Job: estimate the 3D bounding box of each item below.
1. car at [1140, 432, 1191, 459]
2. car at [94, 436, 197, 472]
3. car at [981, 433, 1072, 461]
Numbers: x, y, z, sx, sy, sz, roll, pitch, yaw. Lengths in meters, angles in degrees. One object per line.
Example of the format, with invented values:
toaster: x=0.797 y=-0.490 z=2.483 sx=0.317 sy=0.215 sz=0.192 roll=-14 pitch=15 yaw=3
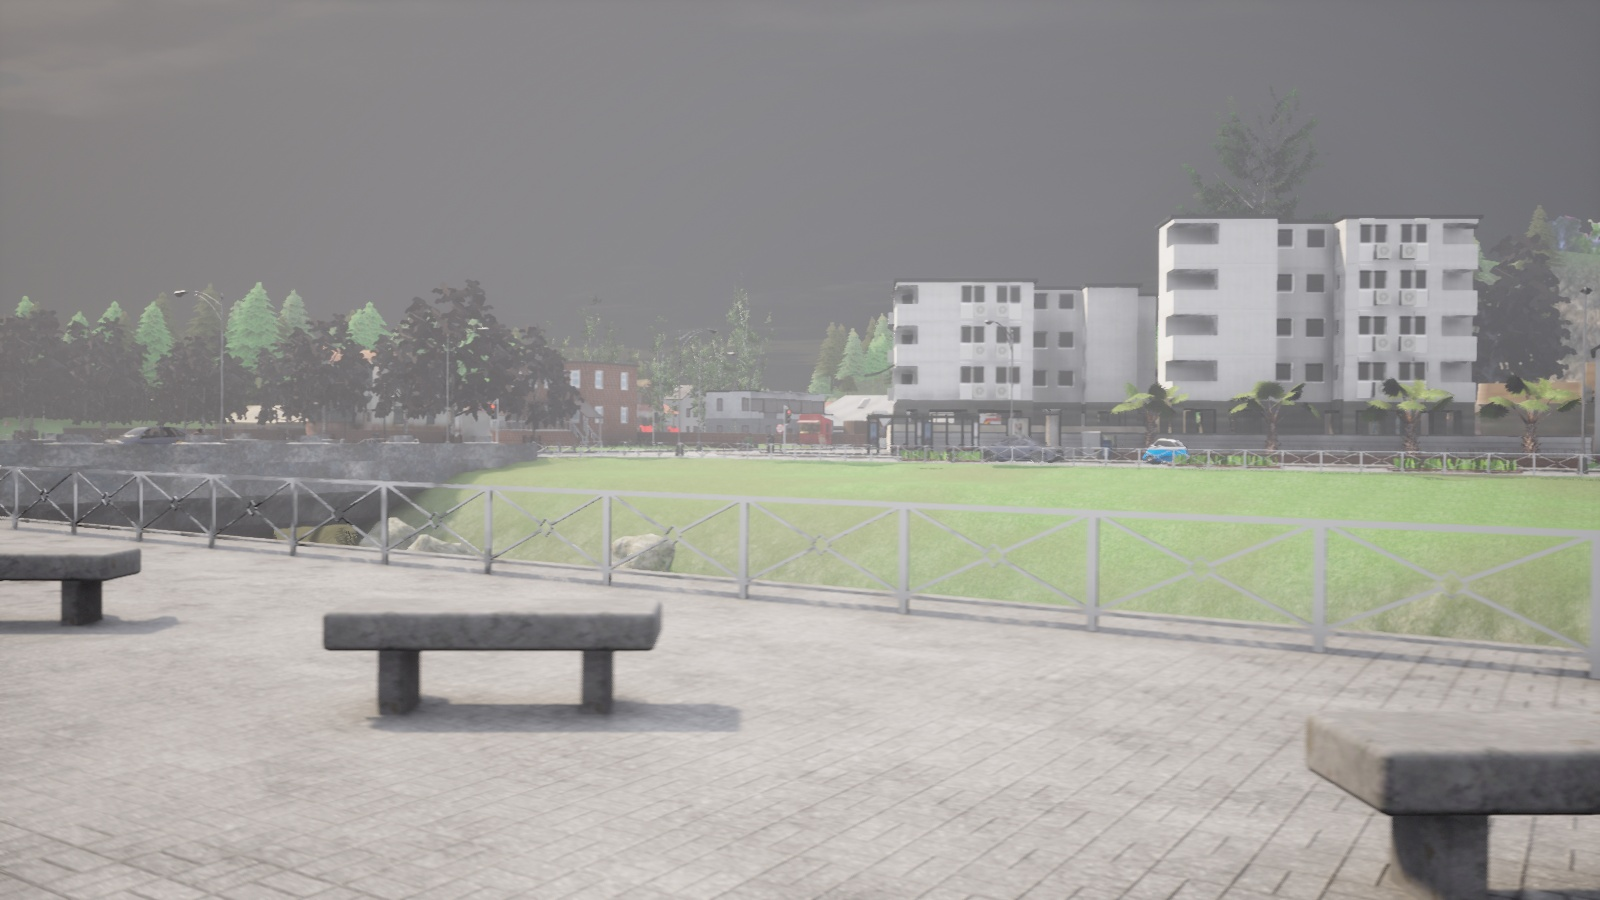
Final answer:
car: x=19.022 y=-0.252 z=65.307 sx=2.207 sy=1.376 sz=1.481 roll=0 pitch=1 yaw=33
car: x=-31.287 y=0.181 z=60.111 sx=1.851 sy=1.617 sz=3.988 roll=0 pitch=1 yaw=33
car: x=11.762 y=-0.166 z=65.211 sx=4.181 sy=1.385 sz=1.994 roll=0 pitch=1 yaw=33
